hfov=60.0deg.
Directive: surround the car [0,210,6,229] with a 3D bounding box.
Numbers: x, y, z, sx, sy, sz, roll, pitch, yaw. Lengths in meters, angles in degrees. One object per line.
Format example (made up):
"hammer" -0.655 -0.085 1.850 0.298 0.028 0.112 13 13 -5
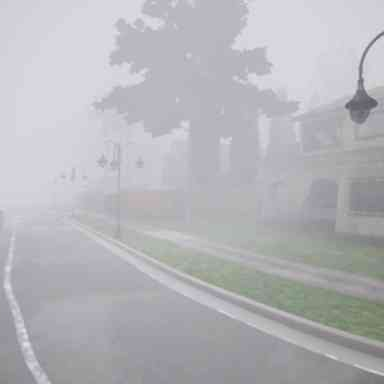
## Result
"car" -13.548 1.629 22.012 2.033 1.411 5.357 1 -1 -27
